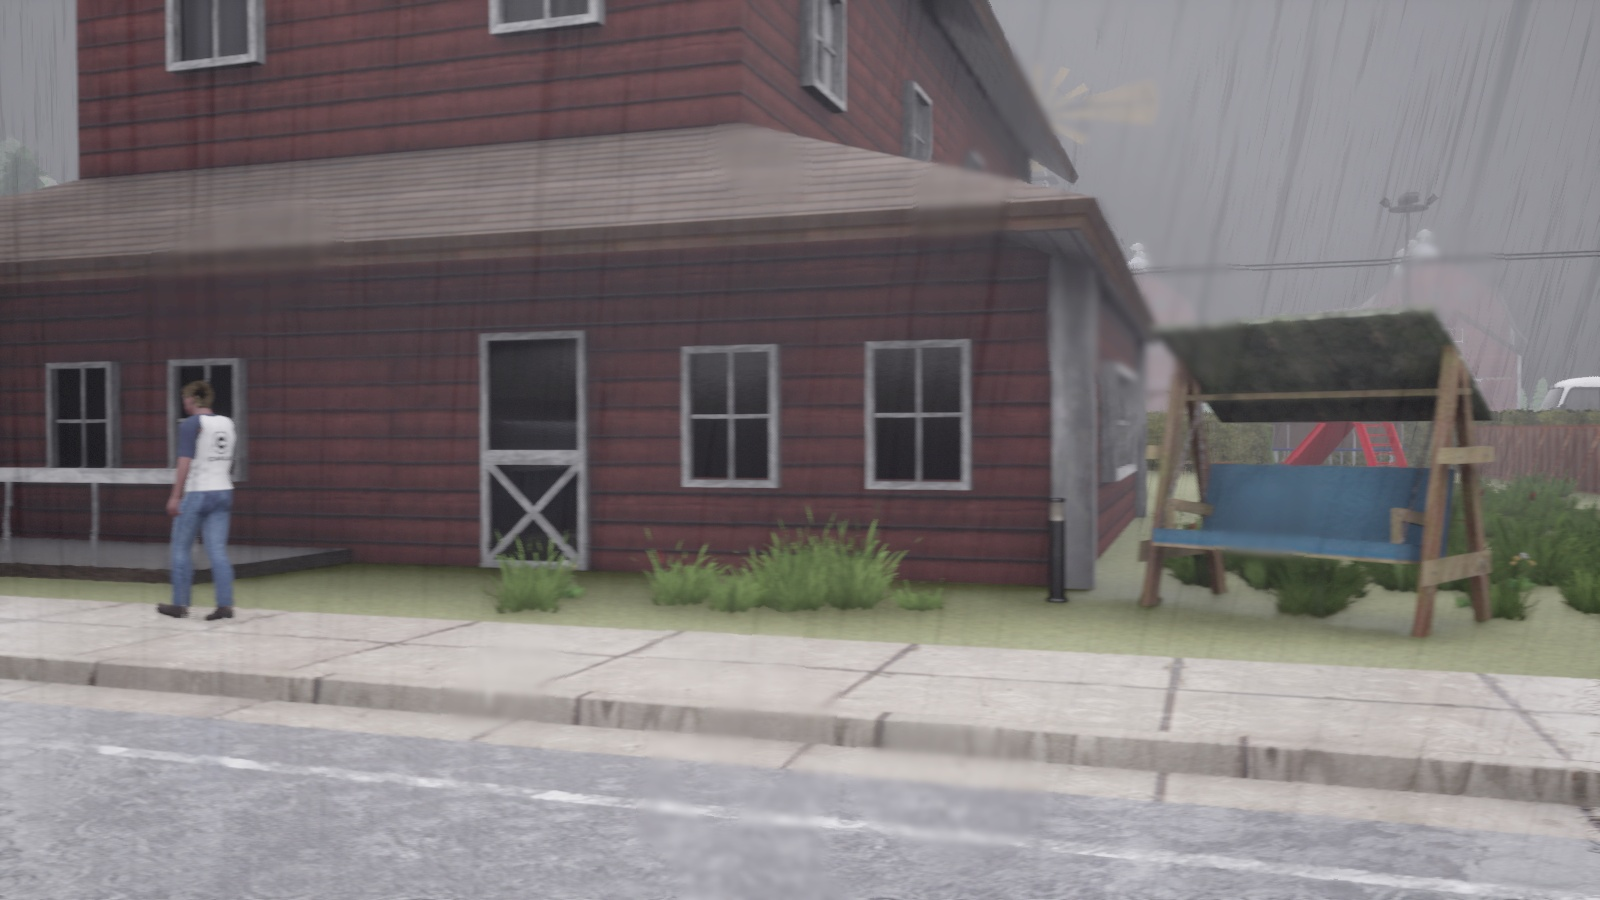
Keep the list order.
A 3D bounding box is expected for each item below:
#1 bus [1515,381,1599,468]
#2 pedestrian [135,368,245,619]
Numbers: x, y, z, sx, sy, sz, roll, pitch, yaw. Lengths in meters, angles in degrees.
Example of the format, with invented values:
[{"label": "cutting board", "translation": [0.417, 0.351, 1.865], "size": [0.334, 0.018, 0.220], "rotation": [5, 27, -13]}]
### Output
[{"label": "bus", "translation": [42.019, -1.258, 62.794], "size": [10.273, 4.253, 3.944], "rotation": [0, 1, 17]}, {"label": "pedestrian", "translation": [-4.589, 0.313, 9.450], "size": [0.706, 1.836, 0.354], "rotation": [1, 1, 21]}]
